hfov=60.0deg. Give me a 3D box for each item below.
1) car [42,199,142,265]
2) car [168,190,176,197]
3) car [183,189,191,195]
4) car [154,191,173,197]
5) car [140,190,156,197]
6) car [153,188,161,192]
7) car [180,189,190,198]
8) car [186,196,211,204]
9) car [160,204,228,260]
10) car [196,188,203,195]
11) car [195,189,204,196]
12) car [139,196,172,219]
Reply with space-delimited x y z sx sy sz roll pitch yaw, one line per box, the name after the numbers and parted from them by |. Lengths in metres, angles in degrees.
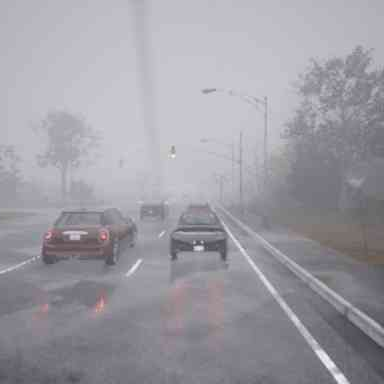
-3.273 1.285 11.516 2.097 1.767 4.553 0 0 1 | car
-5.149 0.307 80.974 2.097 1.767 4.553 0 3 2 | car
-1.421 -0.108 89.602 1.895 1.301 4.718 0 3 2 | car
-5.570 1.103 65.508 2.128 1.511 4.902 0 1 2 | car
-9.068 0.958 65.614 2.097 1.767 4.553 0 1 2 | car
-8.650 0.180 80.992 2.150 2.045 5.566 0 3 2 | car
-1.685 0.556 79.573 1.812 1.442 4.674 0 3 2 | car
0.547 1.321 26.944 1.882 1.535 5.008 0 0 1 | car
0.236 1.420 12.166 2.128 1.511 4.902 0 0 1 | car
2.077 -0.176 89.476 1.812 1.442 4.674 0 3 2 | car
1.803 0.597 79.067 2.033 1.411 5.357 0 3 2 | car
-2.955 1.320 26.951 1.882 1.535 5.008 0 0 1 | car
